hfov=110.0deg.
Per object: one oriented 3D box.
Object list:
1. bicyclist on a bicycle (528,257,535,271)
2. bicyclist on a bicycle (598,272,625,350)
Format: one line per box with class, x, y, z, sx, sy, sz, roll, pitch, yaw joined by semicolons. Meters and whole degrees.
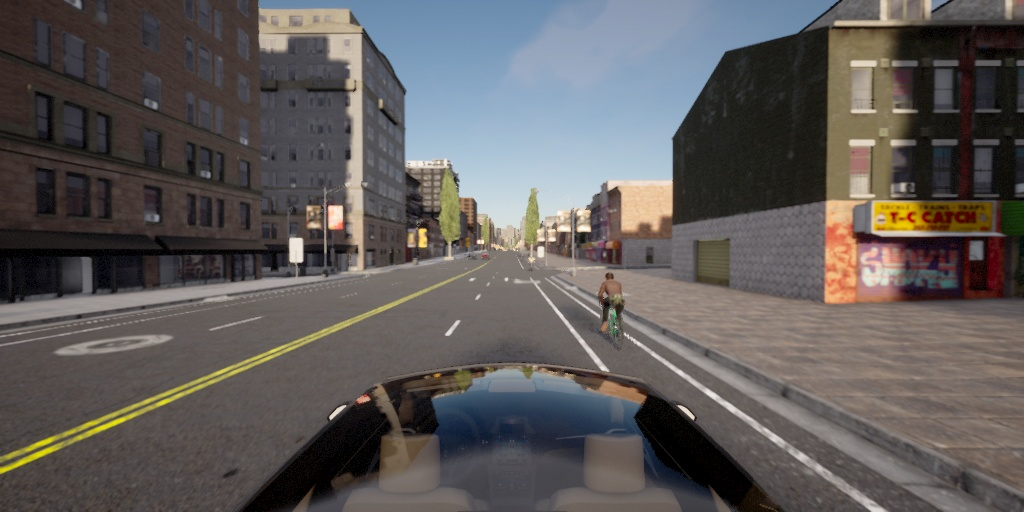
bicyclist on a bicycle;2.209;0.895;40.648;0.866;1.612;1.509;-1;1;0
bicyclist on a bicycle;2.247;1.197;8.106;0.582;1.620;1.656;0;0;0
